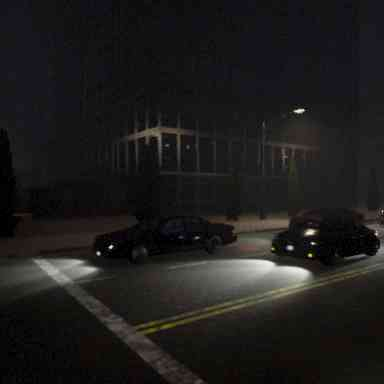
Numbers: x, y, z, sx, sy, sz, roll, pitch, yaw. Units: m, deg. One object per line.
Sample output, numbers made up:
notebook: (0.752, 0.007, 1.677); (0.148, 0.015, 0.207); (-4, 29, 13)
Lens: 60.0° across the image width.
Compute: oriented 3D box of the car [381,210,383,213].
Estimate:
car: (11.888, 1.503, 16.725); (4.902, 1.511, 2.128); (0, 0, -35)

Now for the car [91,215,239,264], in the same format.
car: (-0.770, 1.552, 12.026); (5.357, 1.411, 2.033); (0, 0, -35)

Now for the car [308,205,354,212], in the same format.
car: (7.234, 1.488, 17.723); (5.008, 1.535, 1.882); (0, 0, -35)

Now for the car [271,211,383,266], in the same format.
car: (4.716, 1.571, 11.624); (4.181, 1.385, 1.994); (0, 0, -35)
